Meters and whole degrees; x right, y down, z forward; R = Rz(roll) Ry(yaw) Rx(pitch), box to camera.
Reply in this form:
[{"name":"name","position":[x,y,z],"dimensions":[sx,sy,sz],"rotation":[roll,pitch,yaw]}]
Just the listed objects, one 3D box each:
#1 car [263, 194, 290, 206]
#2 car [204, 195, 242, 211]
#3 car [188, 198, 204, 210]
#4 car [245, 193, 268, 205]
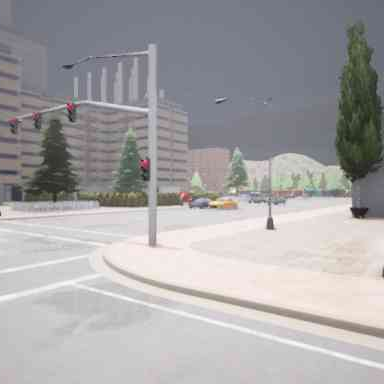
[{"name":"car","position":[14.144,1.486,55.335],"dimensions":[1.837,1.490,4.892],"rotation":[0,0,36]},{"name":"car","position":[3.934,1.463,41.373],"dimensions":[1.882,1.535,5.008],"rotation":[0,0,36]},{"name":"car","position":[1.415,1.509,43.846],"dimensions":[1.812,1.442,4.674],"rotation":[0,0,36]},{"name":"car","position":[11.308,1.342,57.386],"dimensions":[1.994,1.385,4.181],"rotation":[0,0,36]}]
